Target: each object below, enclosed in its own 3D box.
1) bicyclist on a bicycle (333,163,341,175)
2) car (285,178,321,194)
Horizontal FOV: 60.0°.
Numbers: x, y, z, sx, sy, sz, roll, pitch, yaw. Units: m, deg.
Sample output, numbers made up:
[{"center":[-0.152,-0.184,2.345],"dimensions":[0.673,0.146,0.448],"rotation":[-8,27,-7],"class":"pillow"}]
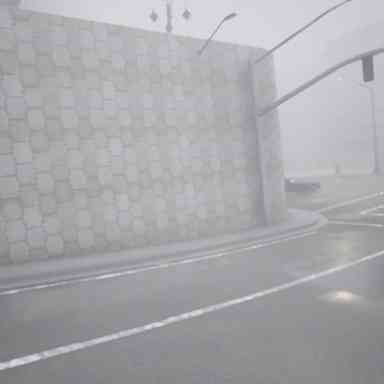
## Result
[{"center":[19.341,-3.079,44.395],"dimensions":[1.656,1.620,0.582],"rotation":[-10,6,-35],"class":"bicyclist on a bicycle"},{"center":[9.283,-0.562,30.413],"dimensions":[1.895,1.301,4.718],"rotation":[-9,5,-35],"class":"car"}]
